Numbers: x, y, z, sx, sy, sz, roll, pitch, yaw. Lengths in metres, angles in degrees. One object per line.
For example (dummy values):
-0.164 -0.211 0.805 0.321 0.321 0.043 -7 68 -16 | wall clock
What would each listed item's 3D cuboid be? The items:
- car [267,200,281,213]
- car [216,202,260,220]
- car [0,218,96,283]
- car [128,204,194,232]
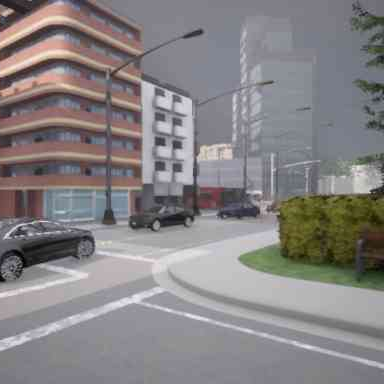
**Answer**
10.064 1.615 37.447 1.994 1.385 4.181 0 0 36 | car
4.242 1.599 29.407 2.033 1.411 5.357 0 0 36 | car
-4.896 1.528 9.996 2.128 1.511 4.902 -1 0 20 | car
-1.832 1.529 20.980 1.882 1.535 5.008 0 0 36 | car
